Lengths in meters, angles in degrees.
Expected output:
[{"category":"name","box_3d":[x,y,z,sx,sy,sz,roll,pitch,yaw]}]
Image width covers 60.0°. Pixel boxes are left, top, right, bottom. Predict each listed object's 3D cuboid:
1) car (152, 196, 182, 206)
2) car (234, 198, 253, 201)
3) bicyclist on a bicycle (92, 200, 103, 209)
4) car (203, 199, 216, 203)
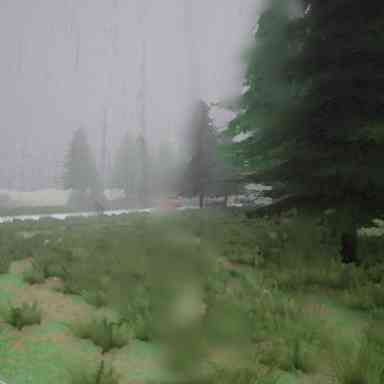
[{"category":"car","box_3d":[-3.428,1.348,45.376,2.097,1.767,4.553,0,0,35]},{"category":"car","box_3d":[9.034,1.488,57.469,1.882,1.535,5.008,0,0,35]},{"category":"bicyclist on a bicycle","box_3d":[-7.825,1.471,27.526,1.656,1.620,0.582,-1,0,35]},{"category":"car","box_3d":[3.404,1.613,49.336,1.895,1.301,4.718,0,0,35]}]
